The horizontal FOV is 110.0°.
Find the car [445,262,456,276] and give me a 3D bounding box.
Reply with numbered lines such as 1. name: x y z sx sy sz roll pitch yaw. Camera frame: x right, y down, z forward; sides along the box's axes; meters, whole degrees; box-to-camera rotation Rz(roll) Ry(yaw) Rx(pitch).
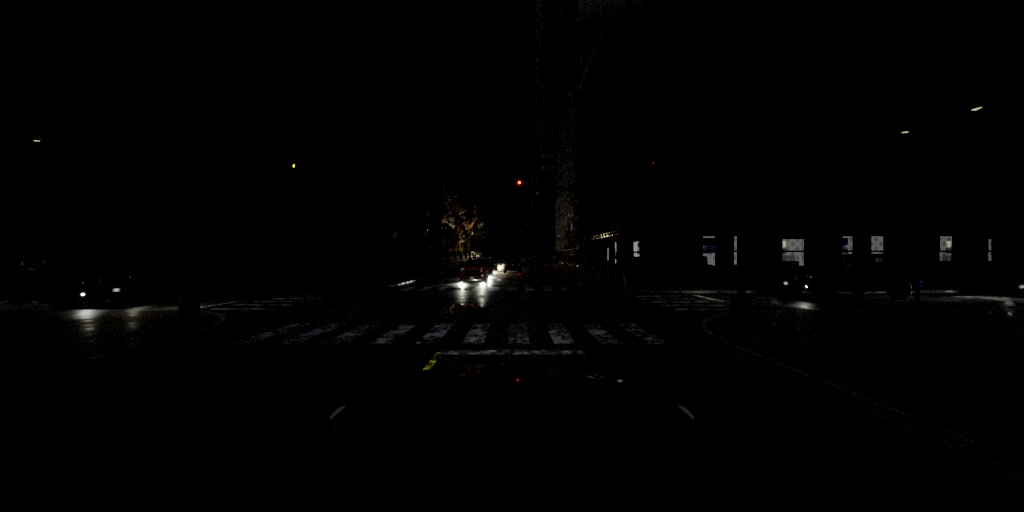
1. car: -5.706 1.297 36.535 1.888 1.381 4.507 0 0 0

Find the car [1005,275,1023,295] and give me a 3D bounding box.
1. car: 26.254 1.163 16.674 4.902 1.511 2.128 0 0 1

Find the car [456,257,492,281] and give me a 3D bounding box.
1. car: -3.112 1.104 30.034 2.097 1.767 4.553 0 0 0

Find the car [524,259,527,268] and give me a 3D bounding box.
1. car: 2.665 1.314 59.266 1.948 1.339 4.313 0 0 0

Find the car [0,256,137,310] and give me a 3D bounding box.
1. car: -18.583 1.016 14.398 5.566 2.045 2.150 0 0 1

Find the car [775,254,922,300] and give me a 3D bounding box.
1. car: 15.705 0.925 16.895 5.566 2.045 2.150 0 0 1

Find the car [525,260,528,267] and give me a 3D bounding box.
1. car: 2.675 1.318 36.541 1.948 1.339 4.313 0 0 0

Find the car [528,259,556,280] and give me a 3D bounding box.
1. car: 2.678 1.191 30.861 1.967 1.591 4.097 0 0 0

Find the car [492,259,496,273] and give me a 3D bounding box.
1. car: -3.115 1.353 39.822 1.895 1.301 4.718 0 0 0

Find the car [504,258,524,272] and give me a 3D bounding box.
1. car: 0.077 1.104 46.262 2.097 1.767 4.553 0 0 0

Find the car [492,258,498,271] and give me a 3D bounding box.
1. car: -3.109 1.104 49.798 2.097 1.767 4.553 0 0 0
